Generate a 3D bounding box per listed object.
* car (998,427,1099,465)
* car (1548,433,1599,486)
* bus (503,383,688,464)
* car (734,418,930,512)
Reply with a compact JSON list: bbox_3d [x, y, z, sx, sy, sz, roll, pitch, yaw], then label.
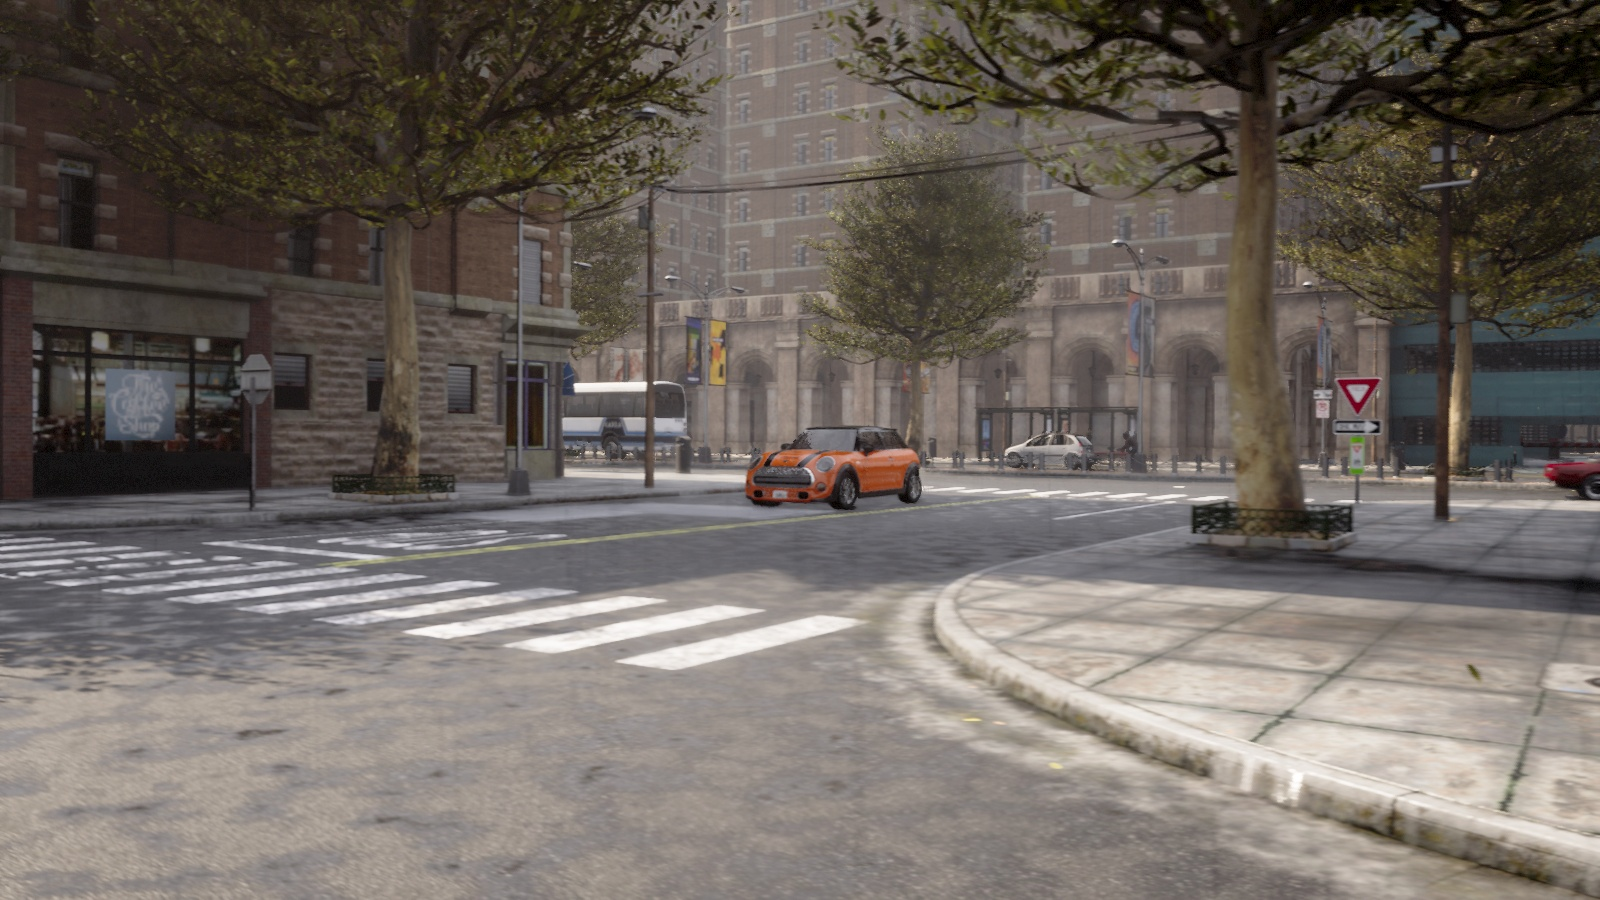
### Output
[{"bbox_3d":[11.008,-0.194,55.708,3.988,1.617,1.851,0,1,34],"label":"car"},{"bbox_3d":[21.215,0.216,30.848,4.718,1.301,1.895,0,1,26],"label":"car"},{"bbox_3d":[-11.614,-1.421,70.708,10.273,4.253,3.944,0,1,34],"label":"bus"},{"bbox_3d":[0.776,0.251,26.016,2.097,1.767,4.553,0,1,31],"label":"car"}]
